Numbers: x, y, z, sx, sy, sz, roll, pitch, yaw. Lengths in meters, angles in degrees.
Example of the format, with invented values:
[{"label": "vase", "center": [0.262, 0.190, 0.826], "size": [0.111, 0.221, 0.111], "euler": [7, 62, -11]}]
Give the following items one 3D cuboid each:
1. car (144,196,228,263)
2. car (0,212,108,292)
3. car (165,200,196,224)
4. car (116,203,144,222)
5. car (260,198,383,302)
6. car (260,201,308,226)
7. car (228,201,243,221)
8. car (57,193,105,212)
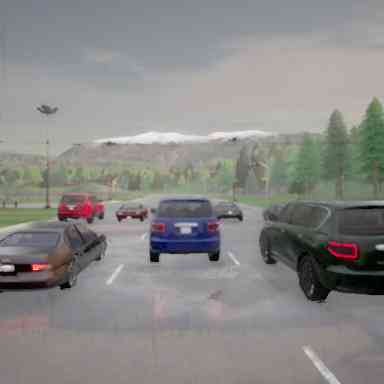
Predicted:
[{"label": "car", "center": [-0.326, 1.152, 11.898], "size": [2.150, 2.045, 5.566], "euler": [0, 0, -4]}, {"label": "car", "center": [-3.696, 1.510, 8.959], "size": [2.033, 1.411, 5.357], "euler": [0, 0, -3]}, {"label": "car", "center": [-0.865, 1.406, 24.898], "size": [2.033, 1.411, 5.357], "euler": [0, 0, -2]}, {"label": "car", "center": [-4.376, 1.473, 25.094], "size": [1.895, 1.301, 4.718], "euler": [0, 0, -1]}, {"label": "car", "center": [3.321, 1.160, 8.303], "size": [2.150, 2.045, 5.566], "euler": [0, 0, -2]}, {"label": "car", "center": [6.223, 1.405, 22.968], "size": [1.994, 1.385, 4.181], "euler": [0, 0, -2]}, {"label": "car", "center": [2.618, 1.405, 25.396], "size": [1.994, 1.385, 4.181], "euler": [0, 0, -2]}, {"label": "car", "center": [-7.824, 1.115, 23.887], "size": [2.150, 2.045, 5.566], "euler": [0, 0, -3]}]
